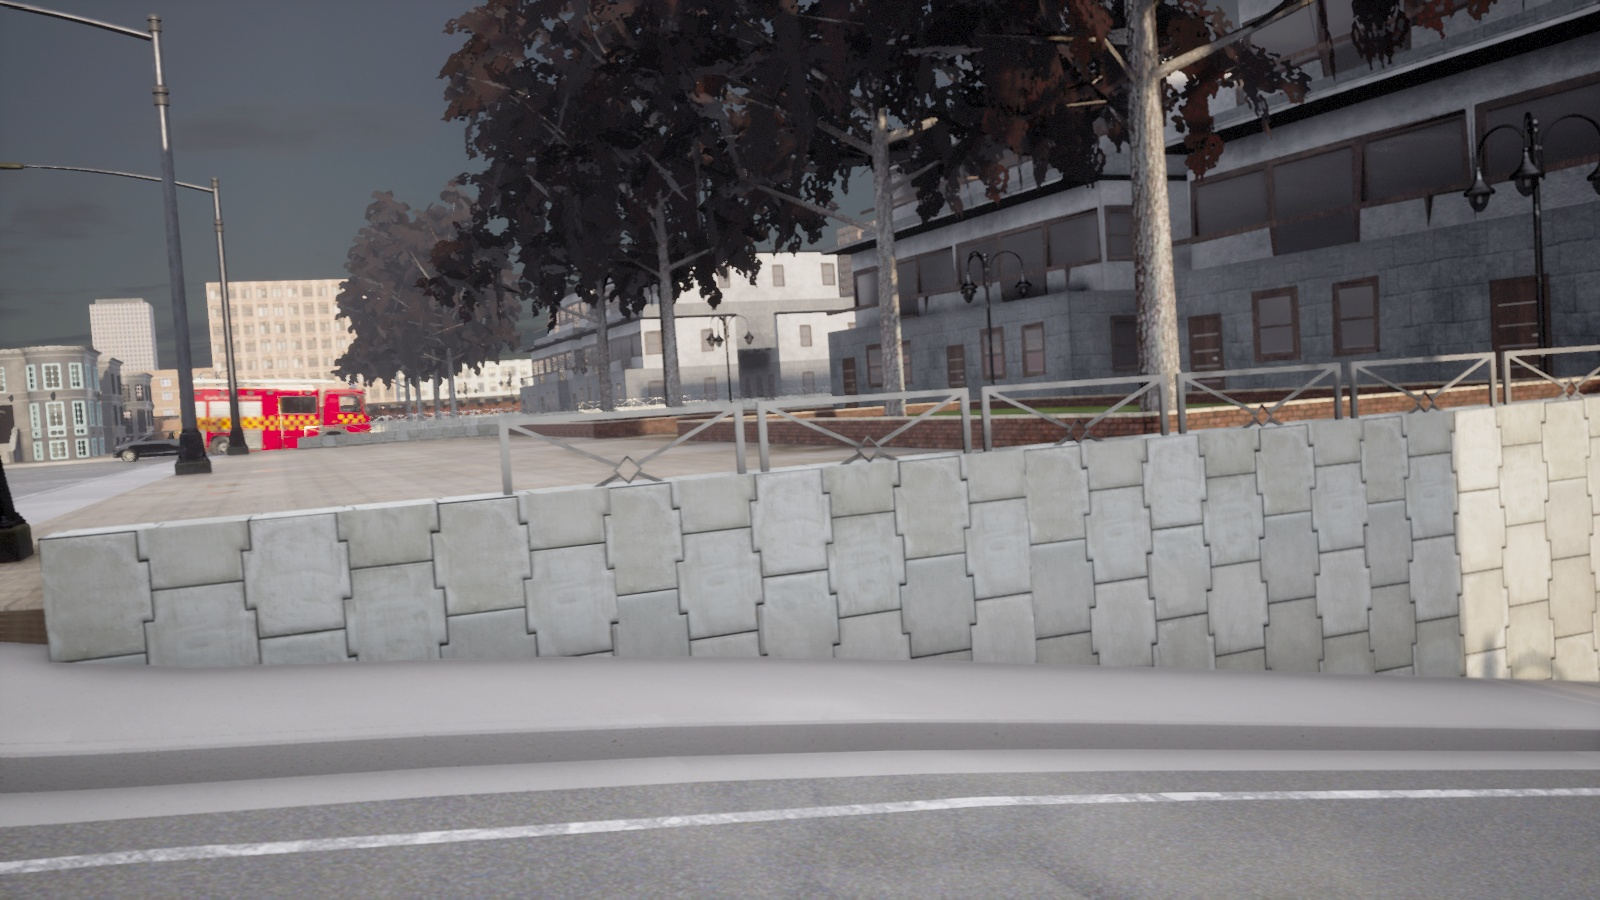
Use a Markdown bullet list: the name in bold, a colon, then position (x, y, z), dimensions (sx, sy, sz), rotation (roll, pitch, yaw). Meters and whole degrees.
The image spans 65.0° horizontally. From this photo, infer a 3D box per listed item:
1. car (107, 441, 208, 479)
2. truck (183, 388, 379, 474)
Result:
- **car**: position (-31.769, 0.476, 62.190), dimensions (4.193, 1.474, 1.816), rotation (-5, 3, -22)
- **truck**: position (-25.092, -0.962, 61.079), dimensions (8.468, 3.827, 2.891), rotation (-2, 1, -22)
